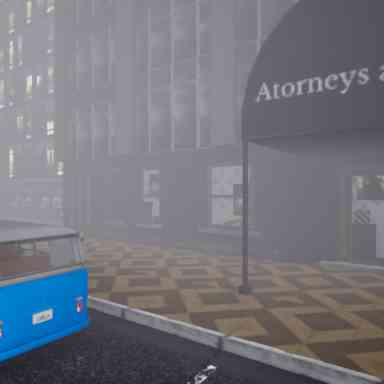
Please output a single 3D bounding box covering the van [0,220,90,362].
[{"bbox_3d":[-3.396,1.341,5.281,3.998,1.788,1.690,0,0,35],"label":"van"}]
